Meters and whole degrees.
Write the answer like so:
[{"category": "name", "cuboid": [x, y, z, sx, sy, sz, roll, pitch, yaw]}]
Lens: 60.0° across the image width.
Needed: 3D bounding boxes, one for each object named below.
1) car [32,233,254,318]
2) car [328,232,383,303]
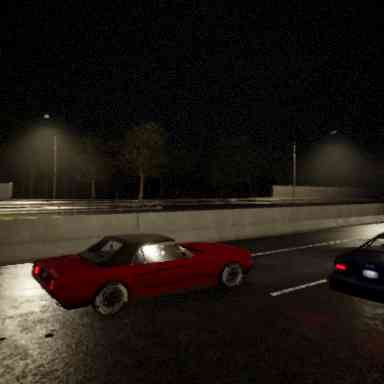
[{"category": "car", "cuboid": [-0.846, 1.599, 7.443, 4.718, 1.301, 1.895, 0, 0, -36]}, {"category": "car", "cuboid": [5.292, 1.546, 7.521, 5.357, 1.411, 2.033, 0, 0, -35]}]
